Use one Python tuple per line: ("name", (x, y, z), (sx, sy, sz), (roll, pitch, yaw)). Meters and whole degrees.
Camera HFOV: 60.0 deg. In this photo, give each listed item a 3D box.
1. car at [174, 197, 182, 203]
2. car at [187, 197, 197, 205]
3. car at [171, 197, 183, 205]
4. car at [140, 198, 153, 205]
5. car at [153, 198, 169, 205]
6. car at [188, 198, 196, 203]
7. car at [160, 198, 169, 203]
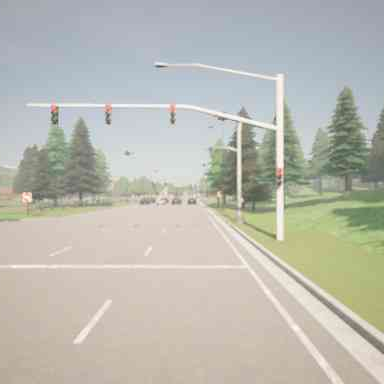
("car", (-3.483, 2.114, 85.122), (1.812, 1.442, 4.674), (0, -1, 0))
("car", (0.015, 2.014, 75.056), (2.097, 1.767, 4.553), (0, -1, 0))
("car", (-3.485, 2.016, 75.089), (2.097, 1.767, 4.553), (0, -1, 0))
("car", (-10.485, 2.156, 74.703), (1.837, 1.490, 4.892), (0, -1, 0))
("car", (-6.985, 2.256, 75.148), (1.895, 1.301, 4.718), (0, -1, 0))
("car", (0.017, 2.142, 85.121), (1.994, 1.385, 4.181), (0, -1, 0))
("car", (-6.983, 2.142, 85.123), (1.994, 1.385, 4.181), (0, -1, 0))
